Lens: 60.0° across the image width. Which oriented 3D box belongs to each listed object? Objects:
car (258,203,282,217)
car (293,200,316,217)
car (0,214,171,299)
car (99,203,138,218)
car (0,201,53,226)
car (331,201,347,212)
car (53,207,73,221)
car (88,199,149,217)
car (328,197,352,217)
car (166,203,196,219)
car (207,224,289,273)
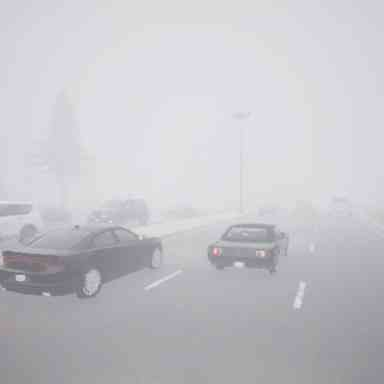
[{"bbox_3d":[8.594,1.922,36.550,2.033,1.411,5.357,-1,-1,23],"label":"car"},{"bbox_3d":[12.339,1.701,36.351,2.097,1.767,4.553,-1,-1,23],"label":"car"},{"bbox_3d":[-2.529,1.598,8.984,1.882,1.535,5.008,-1,-1,22],"label":"car"},{"bbox_3d":[-7.933,1.994,36.228,1.812,1.442,4.674,-1,-1,22],"label":"car"},{"bbox_3d":[-9.152,1.445,14.515,2.150,2.045,5.566,-1,-1,22],"label":"car"},{"bbox_3d":[19.887,1.933,45.127,1.812,1.442,4.674,-1,-1,23],"label":"car"},{"bbox_3d":[-11.698,1.946,26.935,1.994,1.385,4.181,-1,-1,23],"label":"car"},{"bbox_3d":[-5.202,1.536,24.356,2.150,2.045,5.566,-1,-1,22],"label":"car"},{"bbox_3d":[15.846,1.539,35.671,2.150,2.045,5.566,-1,-1,23],"label":"car"},{"bbox_3d":[-1.011,1.935,34.645,1.812,1.442,4.674,-1,-1,22],"label":"car"},{"bbox_3d":[2.131,1.720,11.218,1.895,1.301,4.718,-1,-1,22],"label":"car"}]
